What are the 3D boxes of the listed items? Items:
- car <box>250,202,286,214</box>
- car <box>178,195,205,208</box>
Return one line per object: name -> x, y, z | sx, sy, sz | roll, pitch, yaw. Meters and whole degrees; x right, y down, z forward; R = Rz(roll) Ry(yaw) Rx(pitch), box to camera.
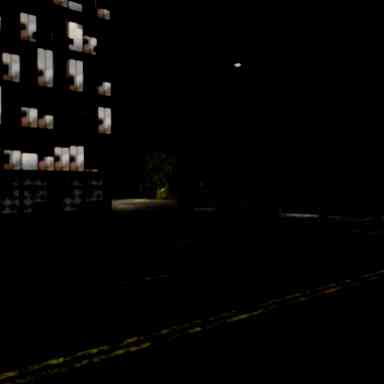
car -> 8.933, 1.815, 39.855 | 1.895, 1.301, 4.718 | -1, 0, -33
car -> -0.193, 1.458, 53.944 | 2.150, 2.045, 5.566 | -1, 0, -33
